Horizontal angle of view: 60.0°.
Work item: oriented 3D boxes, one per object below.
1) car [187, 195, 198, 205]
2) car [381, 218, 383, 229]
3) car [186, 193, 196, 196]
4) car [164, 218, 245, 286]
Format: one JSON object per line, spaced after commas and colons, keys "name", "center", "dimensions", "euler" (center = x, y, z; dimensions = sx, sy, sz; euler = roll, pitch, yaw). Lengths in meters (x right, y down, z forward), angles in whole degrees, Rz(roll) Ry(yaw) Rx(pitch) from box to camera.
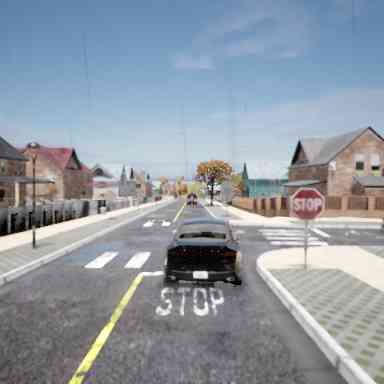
{"name": "car", "center": [-0.011, 1.747, 60.729], "dimensions": [1.895, 1.301, 4.718], "euler": [0, 0, 0]}
{"name": "car", "center": [12.742, 1.515, 17.563], "dimensions": [4.892, 1.490, 1.837], "euler": [1, 2, 8]}
{"name": "car", "center": [-0.013, 1.270, 70.751], "dimensions": [2.150, 2.045, 5.566], "euler": [0, 0, 0]}
{"name": "car", "center": [0.428, 1.496, 9.407], "dimensions": [1.837, 1.490, 4.892], "euler": [0, 0, 6]}
